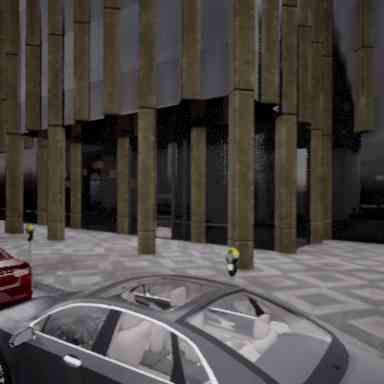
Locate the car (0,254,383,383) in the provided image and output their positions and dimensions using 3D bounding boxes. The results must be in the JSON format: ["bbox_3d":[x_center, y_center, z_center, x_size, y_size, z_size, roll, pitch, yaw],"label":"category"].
[{"bbox_3d":[-0.481,1.540,3.305,4.403,1.369,2.008,0,0,35],"label":"car"}]

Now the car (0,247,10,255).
[{"bbox_3d":[-4.910,1.508,6.461,4.507,1.381,1.887,0,0,35],"label":"car"}]
